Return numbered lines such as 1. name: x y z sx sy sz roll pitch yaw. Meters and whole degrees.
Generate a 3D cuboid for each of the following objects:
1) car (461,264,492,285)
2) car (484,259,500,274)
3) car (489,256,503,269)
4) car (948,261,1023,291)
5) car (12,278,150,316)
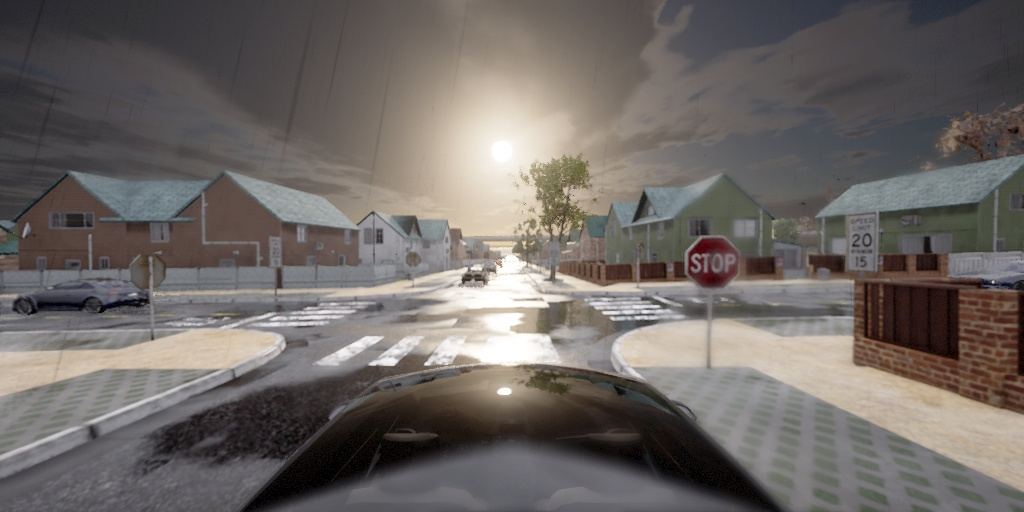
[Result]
1. car: -2.861 1.509 28.546 1.895 1.301 4.718 0 0 0
2. car: -2.863 1.516 46.024 1.837 1.490 4.892 0 0 0
3. car: -2.779 0.982 61.740 2.150 2.045 5.566 0 0 0
4. car: 22.168 0.923 15.359 5.357 1.411 2.033 -1 1 0
5. car: -17.955 1.634 15.085 4.181 1.385 1.994 -1 1 0
